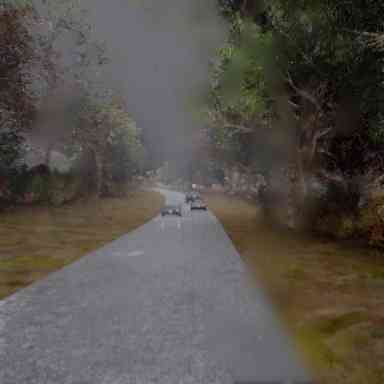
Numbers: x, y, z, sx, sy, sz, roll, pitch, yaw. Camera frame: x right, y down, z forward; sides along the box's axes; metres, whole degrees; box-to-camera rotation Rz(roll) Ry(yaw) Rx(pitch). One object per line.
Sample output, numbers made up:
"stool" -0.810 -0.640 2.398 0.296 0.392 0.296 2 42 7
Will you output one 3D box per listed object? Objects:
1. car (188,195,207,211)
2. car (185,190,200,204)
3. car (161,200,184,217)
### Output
"car" 0.760 1.515 40.906 1.994 1.385 4.181 0 2 -1
"car" 0.096 0.749 53.706 2.150 2.045 5.566 0 2 -5
"car" -1.922 1.574 32.730 1.837 1.490 4.892 1 0 1
